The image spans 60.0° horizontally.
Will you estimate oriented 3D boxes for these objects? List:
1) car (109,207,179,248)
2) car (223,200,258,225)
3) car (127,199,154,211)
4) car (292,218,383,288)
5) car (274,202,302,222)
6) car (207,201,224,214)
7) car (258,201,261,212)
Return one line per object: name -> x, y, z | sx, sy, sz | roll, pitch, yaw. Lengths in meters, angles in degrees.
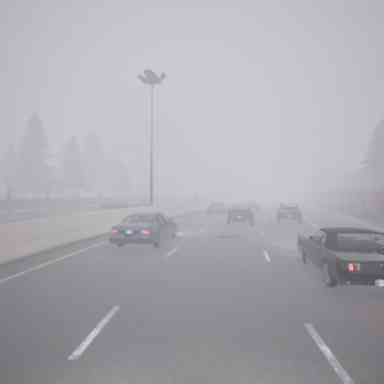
car -> -1.959, 1.583, 15.102 | 2.033, 1.411, 5.357 | 0, 0, 10
car -> 3.815, 1.561, 25.314 | 1.882, 1.535, 5.008 | 0, 0, 13
car -> -6.617, 1.623, 43.014 | 1.812, 1.442, 4.674 | 0, 0, 13
car -> 4.272, 1.641, 9.241 | 1.895, 1.301, 4.718 | 0, 0, 6
car -> 7.792, 1.593, 26.980 | 2.128, 1.511, 4.902 | 0, 0, 13
car -> 2.906, 1.676, 36.813 | 1.994, 1.385, 4.181 | 0, 0, 13
car -> 7.568, 1.666, 41.352 | 1.812, 1.442, 4.674 | 0, 0, 13
